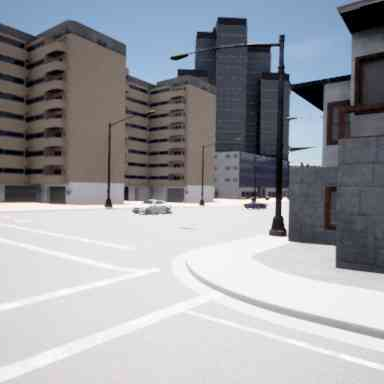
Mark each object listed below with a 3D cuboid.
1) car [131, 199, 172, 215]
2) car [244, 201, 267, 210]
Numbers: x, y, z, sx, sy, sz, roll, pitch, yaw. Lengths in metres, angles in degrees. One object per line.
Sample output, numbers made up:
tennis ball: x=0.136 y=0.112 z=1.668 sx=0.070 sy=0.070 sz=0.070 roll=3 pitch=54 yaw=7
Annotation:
car: x=-3.893 y=1.477 z=33.046 sx=1.812 sy=1.442 sz=4.674 roll=2 pitch=0 yaw=37
car: x=9.791 y=2.047 z=51.440 sx=1.895 sy=1.301 sz=4.718 roll=2 pitch=0 yaw=37
